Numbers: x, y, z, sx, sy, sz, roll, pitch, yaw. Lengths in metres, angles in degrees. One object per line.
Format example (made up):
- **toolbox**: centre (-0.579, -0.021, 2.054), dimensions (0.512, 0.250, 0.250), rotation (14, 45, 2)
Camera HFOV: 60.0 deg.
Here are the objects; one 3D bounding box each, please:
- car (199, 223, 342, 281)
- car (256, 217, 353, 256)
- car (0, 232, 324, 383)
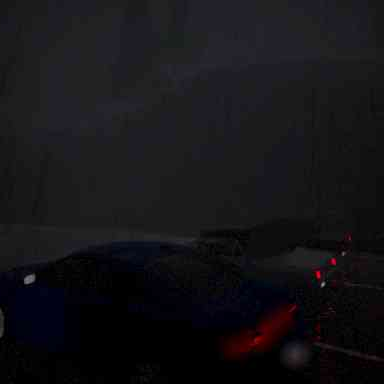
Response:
- **car**: centre (0.731, 1.523, 7.801), dimensions (4.718, 1.301, 1.895), rotation (0, 1, 34)
- **car**: centre (2.508, 1.484, 10.820), dimensions (4.718, 1.301, 1.895), rotation (0, 1, 34)
- **car**: centre (-1.020, 1.440, 4.692), dimensions (5.008, 1.535, 1.882), rotation (0, 0, 35)
